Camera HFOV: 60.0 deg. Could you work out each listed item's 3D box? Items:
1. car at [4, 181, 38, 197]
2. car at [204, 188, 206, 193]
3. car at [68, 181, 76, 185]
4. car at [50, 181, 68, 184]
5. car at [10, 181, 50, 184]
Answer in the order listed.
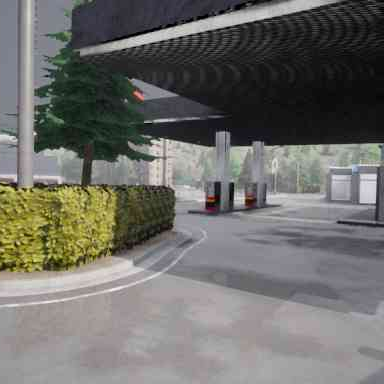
[{"bbox_3d":[-21.810,-0.466,42.415,4.605,1.855,1.932,2,2,35],"label":"car"},{"bbox_3d":[4.818,-0.317,65.614,5.027,1.636,2.152,2,2,35],"label":"car"},{"bbox_3d":[-25.510,-1.285,68.052,4.605,1.855,1.932,2,2,35],"label":"car"},{"bbox_3d":[-26.845,-1.259,65.439,3.866,1.878,1.905,2,2,35],"label":"car"},{"bbox_3d":[-17.271,-0.180,35.203,3.866,1.878,1.905,2,2,35],"label":"car"}]
